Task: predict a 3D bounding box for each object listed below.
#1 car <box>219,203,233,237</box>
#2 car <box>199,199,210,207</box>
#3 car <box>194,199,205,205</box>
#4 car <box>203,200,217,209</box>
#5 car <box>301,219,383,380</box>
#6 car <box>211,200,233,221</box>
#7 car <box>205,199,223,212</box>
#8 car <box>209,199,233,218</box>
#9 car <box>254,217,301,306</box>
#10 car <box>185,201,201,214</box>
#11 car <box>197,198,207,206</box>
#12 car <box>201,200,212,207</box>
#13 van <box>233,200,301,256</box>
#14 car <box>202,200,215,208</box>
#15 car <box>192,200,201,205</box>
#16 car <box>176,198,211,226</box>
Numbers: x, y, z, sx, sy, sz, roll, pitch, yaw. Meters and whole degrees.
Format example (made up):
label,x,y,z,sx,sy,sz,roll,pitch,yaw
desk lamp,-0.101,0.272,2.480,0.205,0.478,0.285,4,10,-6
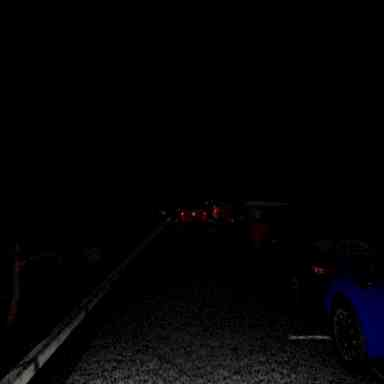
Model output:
label,x,y,z,sx,sy,sz,roll,pitch,yaw
car,3.007,1.636,19.042,2.231,1.521,4.892,0,-1,0
car,2.688,2.423,74.295,2.097,1.535,5.008,0,-1,-2
car,1.850,2.675,85.512,2.163,1.488,4.792,0,-1,-5
car,3.030,2.122,57.687,2.231,1.521,4.892,0,-1,0
car,2.997,1.234,2.516,2.435,2.045,5.566,0,0,0
car,3.013,1.634,30.059,2.185,1.767,4.553,0,-1,0
car,3.024,1.849,46.748,2.185,1.767,4.553,0,-1,0
car,3.017,1.703,35.579,2.185,1.767,4.553,0,-1,0
car,3.000,1.569,8.002,2.002,1.452,4.674,0,0,0
car,0.134,1.921,42.833,1.882,1.535,5.008,0,-1,0
car,2.343,2.407,79.810,2.185,1.767,4.553,0,-1,-4
car,2.916,2.353,68.752,2.002,1.452,4.674,0,-1,-1
van,3.004,1.355,13.646,1.878,1.987,4.442,0,-1,0
car,3.025,2.208,63.206,2.231,1.521,4.892,0,-1,0
car,1.271,2.794,91.000,2.002,1.452,4.674,0,-1,-6
car,0.113,1.573,25.277,2.097,1.767,4.553,0,-1,0
